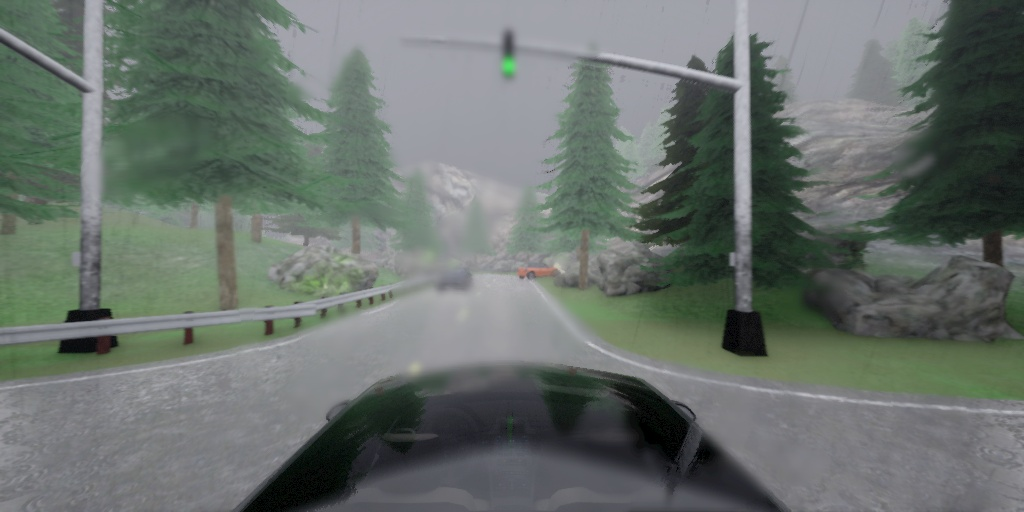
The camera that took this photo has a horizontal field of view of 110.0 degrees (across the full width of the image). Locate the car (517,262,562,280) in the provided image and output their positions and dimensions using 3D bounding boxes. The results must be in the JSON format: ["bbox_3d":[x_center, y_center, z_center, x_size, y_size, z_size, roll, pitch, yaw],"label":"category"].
[{"bbox_3d":[2.871,1.443,36.550,4.553,1.767,2.097,0,0,-27],"label":"car"}]

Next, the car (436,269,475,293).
[{"bbox_3d":[-3.464,1.514,22.970,2.033,1.411,5.357,0,-1,0],"label":"car"}]
